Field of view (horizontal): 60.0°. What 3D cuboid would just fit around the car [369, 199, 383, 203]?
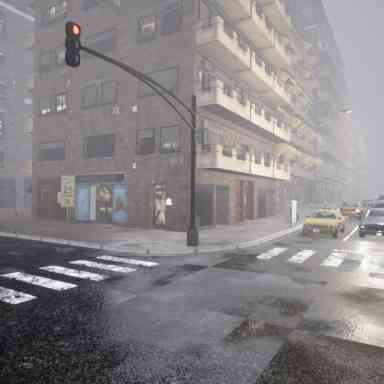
[{"bbox_3d":[15.159,1.543,26.010,1.812,1.442,4.674,0,0,32],"label":"car"}]

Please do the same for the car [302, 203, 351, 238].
[{"bbox_3d":[7.193,1.535,17.918,1.752,1.417,4.829,1,1,31],"label":"car"}]

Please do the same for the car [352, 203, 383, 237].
[{"bbox_3d":[9.991,1.559,17.561,2.033,1.411,5.357,0,0,31],"label":"car"}]

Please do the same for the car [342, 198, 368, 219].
[{"bbox_3d":[13.163,1.457,27.695,1.967,1.590,4.097,1,1,31],"label":"car"}]

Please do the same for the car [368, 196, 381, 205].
[{"bbox_3d":[33.747,1.486,61.406,1.967,1.590,4.097,1,1,31],"label":"car"}]

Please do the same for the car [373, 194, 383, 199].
[{"bbox_3d":[20.781,1.246,35.158,2.150,2.045,5.566,0,0,32],"label":"car"}]

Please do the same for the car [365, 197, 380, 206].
[{"bbox_3d":[30.805,1.592,56.591,2.008,1.369,4.403,1,1,31],"label":"car"}]

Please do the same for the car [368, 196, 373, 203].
[{"bbox_3d":[24.924,1.577,46.959,1.887,1.381,4.507,1,1,31],"label":"car"}]
